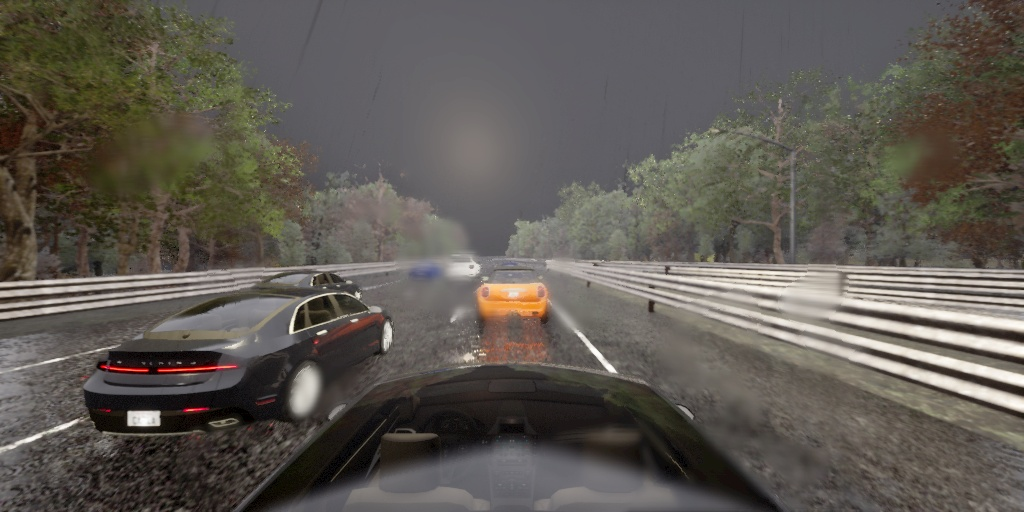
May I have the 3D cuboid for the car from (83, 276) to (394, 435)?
[{"bbox_3d":[-3.415,1.256,5.741,1.837,1.490,4.892,0,0,0],"label":"car"}]

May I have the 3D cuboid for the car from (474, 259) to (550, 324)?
[{"bbox_3d":[0.052,1.103,12.191,2.097,1.767,4.553,0,0,0],"label":"car"}]

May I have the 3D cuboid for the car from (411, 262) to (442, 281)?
[{"bbox_3d":[-7.187,1.242,30.546,1.882,1.535,5.008,0,0,-1],"label":"car"}]

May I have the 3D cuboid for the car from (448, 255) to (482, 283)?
[{"bbox_3d":[-3.638,0.982,28.030,2.150,2.045,5.566,0,0,-1],"label":"car"}]

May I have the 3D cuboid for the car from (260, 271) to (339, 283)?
[{"bbox_3d":[-6.949,1.258,12.486,1.837,1.490,4.892,0,0,0],"label":"car"}]

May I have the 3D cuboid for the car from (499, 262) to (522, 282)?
[{"bbox_3d":[-0.173,1.286,29.911,1.812,1.442,4.674,0,0,-1],"label":"car"}]
